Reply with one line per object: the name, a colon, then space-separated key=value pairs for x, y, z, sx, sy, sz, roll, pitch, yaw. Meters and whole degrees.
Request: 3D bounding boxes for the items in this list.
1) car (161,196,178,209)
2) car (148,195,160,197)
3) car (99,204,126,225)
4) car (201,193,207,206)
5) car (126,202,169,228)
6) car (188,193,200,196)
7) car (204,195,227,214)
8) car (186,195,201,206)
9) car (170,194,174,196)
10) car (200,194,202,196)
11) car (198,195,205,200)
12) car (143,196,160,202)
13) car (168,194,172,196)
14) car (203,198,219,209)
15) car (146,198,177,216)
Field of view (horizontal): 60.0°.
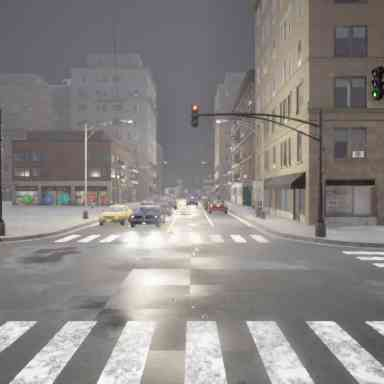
car: x=-2.837 y=1.528 z=42.135 sx=1.812 sy=1.442 sz=4.674 roll=0 pitch=0 yaw=0
car: x=-5.382 y=1.318 z=46.684 sx=2.192 sy=1.841 sz=5.009 roll=0 pitch=0 yaw=0
car: x=-5.385 y=1.526 z=23.866 sx=1.752 sy=1.417 sz=4.829 roll=0 pitch=0 yaw=0
car: x=2.642 y=1.317 z=41.020 sx=2.192 sy=1.841 sz=5.009 roll=0 pitch=0 yaw=0
car: x=-2.880 y=1.601 z=22.557 sx=1.895 sy=1.301 sz=4.718 roll=0 pitch=0 yaw=1
car: x=0.007 y=1.226 z=64.152 sx=2.150 sy=2.045 sz=5.566 roll=0 pitch=0 yaw=0
car: x=2.642 y=1.441 z=35.358 sx=1.967 sy=1.590 sz=4.097 roll=0 pitch=0 yaw=0
car: x=0.006 y=1.604 z=53.850 sx=1.895 sy=1.301 sz=4.718 roll=0 pitch=0 yaw=0
car: x=-5.380 y=1.530 z=69.161 sx=1.752 sy=1.417 sz=4.829 roll=0 pitch=0 yaw=0
car: x=2.645 y=1.555 z=69.330 sx=2.008 sy=1.369 sz=4.403 roll=0 pitch=0 yaw=0
car: x=2.648 y=1.575 z=91.977 sx=1.947 sy=1.339 sz=4.313 roll=0 pitch=0 yaw=0
car: x=-5.383 y=1.553 z=41.021 sx=2.008 sy=1.369 sz=4.403 roll=0 pitch=0 yaw=0
car: x=-5.380 y=1.586 z=63.669 sx=1.802 sy=1.307 sz=4.206 roll=0 pitch=0 yaw=0
car: x=2.643 y=1.568 z=46.682 sx=1.947 sy=1.339 sz=4.313 roll=0 pitch=0 yaw=0
car: x=-2.852 y=1.549 z=32.294 sx=2.033 sy=1.411 sz=5.357 roll=0 pitch=0 yaw=0
